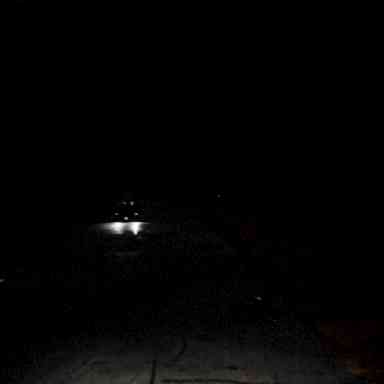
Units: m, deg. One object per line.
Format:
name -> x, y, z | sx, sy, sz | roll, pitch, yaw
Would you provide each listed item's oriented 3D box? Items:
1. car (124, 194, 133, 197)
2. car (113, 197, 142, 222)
car -> -12.450, 1.135, 65.625 | 1.812, 1.442, 4.674 | 0, 0, -11
car -> -4.774, 1.385, 25.158 | 2.033, 1.411, 5.357 | 0, 0, -7
